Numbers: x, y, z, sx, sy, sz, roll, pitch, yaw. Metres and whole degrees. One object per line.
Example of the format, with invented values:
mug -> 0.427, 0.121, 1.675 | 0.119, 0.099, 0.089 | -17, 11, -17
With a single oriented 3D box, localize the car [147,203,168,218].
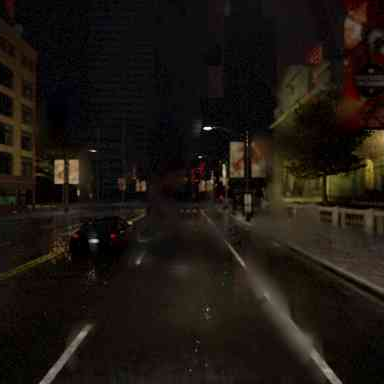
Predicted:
car -> -3.607, 1.893, 35.299 | 2.128, 1.511, 4.902 | 0, -1, 0

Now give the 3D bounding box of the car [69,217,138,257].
car -> -3.487, 1.724, 13.766 | 1.994, 1.385, 4.181 | 0, -1, 0
